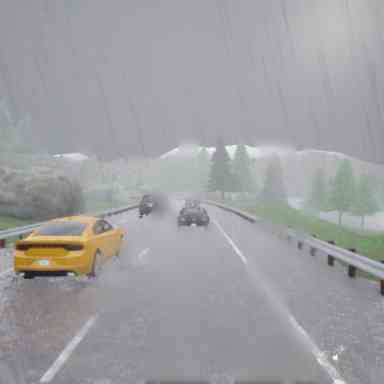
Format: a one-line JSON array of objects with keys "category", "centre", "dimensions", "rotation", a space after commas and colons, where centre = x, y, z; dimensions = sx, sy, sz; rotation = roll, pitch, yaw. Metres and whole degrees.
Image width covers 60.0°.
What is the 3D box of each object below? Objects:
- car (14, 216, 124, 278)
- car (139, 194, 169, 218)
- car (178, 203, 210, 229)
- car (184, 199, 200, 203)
[{"category": "car", "centre": [-3.402, 1.478, 10.139], "dimensions": [1.882, 1.535, 5.008], "rotation": [0, 0, 0]}, {"category": "car", "centre": [-3.393, 1.221, 30.210], "dimensions": [2.150, 2.045, 5.566], "rotation": [0, 0, 0]}, {"category": "car", "centre": [0.096, 1.601, 21.294], "dimensions": [1.895, 1.301, 4.718], "rotation": [0, 0, 0]}, {"category": "car", "centre": [0.017, 1.547, 39.479], "dimensions": [2.033, 1.411, 5.357], "rotation": [0, 0, -1]}]
